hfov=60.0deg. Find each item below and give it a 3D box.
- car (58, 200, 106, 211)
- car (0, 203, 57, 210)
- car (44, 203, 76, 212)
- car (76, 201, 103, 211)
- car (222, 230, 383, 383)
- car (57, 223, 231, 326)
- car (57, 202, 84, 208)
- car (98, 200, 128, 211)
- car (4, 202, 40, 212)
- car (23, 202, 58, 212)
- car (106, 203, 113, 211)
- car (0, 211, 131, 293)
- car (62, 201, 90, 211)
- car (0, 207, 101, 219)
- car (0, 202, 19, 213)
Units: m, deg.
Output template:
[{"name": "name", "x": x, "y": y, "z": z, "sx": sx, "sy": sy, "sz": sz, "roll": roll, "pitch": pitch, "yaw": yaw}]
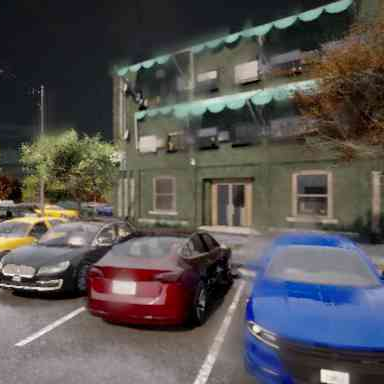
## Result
[{"name": "car", "x": -14.092, "y": 2.116, "z": 40.866, "sx": 5.566, "sy": 2.045, "sz": 2.435, "roll": 2, "pitch": -1, "yaw": 15}, {"name": "car", "x": -7.606, "y": 1.349, "z": 12.403, "sx": 2.185, "sy": 1.767, "sz": 4.553, "roll": 1, "pitch": -1, "yaw": 16}, {"name": "car", "x": -23.478, "y": 2.698, "z": 59.159, "sx": 4.792, "sy": 1.488, "sz": 2.163, "roll": 0, "pitch": -2, "yaw": 15}, {"name": "car", "x": -19.850, "y": 2.735, "z": 64.384, "sx": 4.553, "sy": 1.767, "sz": 2.185, "roll": 0, "pitch": -2, "yaw": 15}, {"name": "car", "x": 2.010, "y": 1.485, "z": 5.502, "sx": 2.097, "sy": 1.535, "sz": 5.008, "roll": 1, "pitch": -1, "yaw": 16}, {"name": "car", "x": -0.389, "y": 1.513, "z": 7.246, "sx": 2.163, "sy": 1.488, "sz": 4.792, "roll": 0, "pitch": -1, "yaw": 16}, {"name": "car", "x": -15.678, "y": 2.262, "z": 38.339, "sx": 5.366, "sy": 1.575, "sz": 1.946, "roll": 2, "pitch": -1, "yaw": 15}, {"name": "car", "x": -16.520, "y": 2.790, "z": 69.298, "sx": 5.566, "sy": 2.045, "sz": 2.435, "roll": 0, "pitch": -2, "yaw": 15}, {"name": "car", "x": -27.367, "y": 2.464, "z": 53.586, "sx": 4.892, "sy": 1.521, "sz": 2.231, "roll": 0, "pitch": -2, "yaw": 15}, {"name": "car", "x": -25.620, "y": 2.563, "z": 56.418, "sx": 5.366, "sy": 1.575, "sz": 1.946, "roll": 0, "pitch": -2, "yaw": 15}, {"name": "car", "x": -12.401, "y": 2.506, "z": 43.333, "sx": 4.674, "sy": 1.452, "sz": 2.002, "roll": 1, "pitch": -1, "yaw": 15}, {"name": "car", "x": -2.803, "y": 1.481, "z": 8.940, "sx": 2.231, "sy": 1.521, "sz": 4.892, "roll": 1, "pitch": -1, "yaw": 16}, {"name": "car", "x": -21.603, "y": 2.646, "z": 61.962, "sx": 4.553, "sy": 1.767, "sz": 2.185, "roll": 0, "pitch": -2, "yaw": 15}, {"name": "car", "x": -5.250, "y": 1.472, "z": 10.474, "sx": 1.946, "sy": 1.575, "sz": 5.366, "roll": 1, "pitch": -1, "yaw": 15}, {"name": "car", "x": -29.311, "y": 2.360, "z": 50.805, "sx": 4.892, "sy": 1.521, "sz": 2.231, "roll": 0, "pitch": -2, "yaw": 15}]
